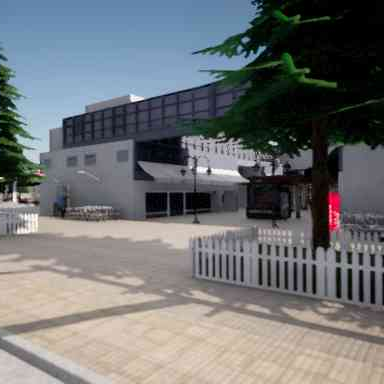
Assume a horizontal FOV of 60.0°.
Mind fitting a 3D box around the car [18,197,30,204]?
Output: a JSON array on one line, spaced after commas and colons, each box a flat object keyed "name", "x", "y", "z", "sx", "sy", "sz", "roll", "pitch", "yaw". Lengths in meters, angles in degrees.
[{"name": "car", "x": -36.787, "y": 1.981, "z": 73.874, "sx": 4.514, "sy": 1.523, "sz": 2.007, "roll": -1, "pitch": 0, "yaw": 36}]

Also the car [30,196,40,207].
[{"name": "car", "x": -25.592, "y": 1.608, "z": 57.817, "sx": 4.605, "sy": 1.855, "sz": 1.932, "roll": -1, "pitch": 0, "yaw": 36}]
